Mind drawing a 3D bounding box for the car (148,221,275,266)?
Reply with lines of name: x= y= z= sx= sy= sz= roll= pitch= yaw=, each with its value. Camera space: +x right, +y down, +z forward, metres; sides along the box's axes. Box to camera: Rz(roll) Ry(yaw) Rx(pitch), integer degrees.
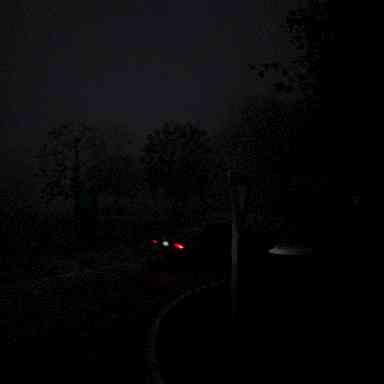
car: x=0.954 y=1.804 z=12.590 sx=5.357 sy=1.411 sz=2.033 roll=2 pitch=-2 yaw=-43
